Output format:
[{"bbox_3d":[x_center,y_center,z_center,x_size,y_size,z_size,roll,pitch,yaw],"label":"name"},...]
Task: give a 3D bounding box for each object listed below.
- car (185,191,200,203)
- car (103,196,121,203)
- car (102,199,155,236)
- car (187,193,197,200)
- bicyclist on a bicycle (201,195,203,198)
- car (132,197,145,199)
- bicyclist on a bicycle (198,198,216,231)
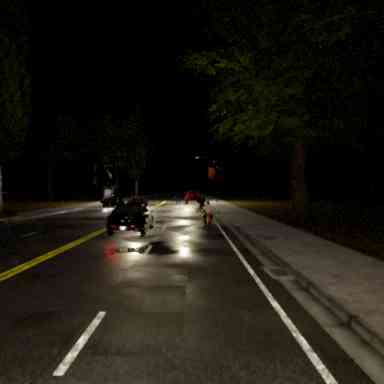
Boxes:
[{"bbox_3d":[0.091,0.789,55.445,2.150,2.045,5.566,0,1,0],"label":"car"},{"bbox_3d":[-9.846,1.235,41.792,1.994,1.385,4.181,0,0,0],"label":"car"},{"bbox_3d":[-3.152,1.366,17.584,1.837,1.490,4.892,0,0,0],"label":"car"},{"bbox_3d":[-0.012,0.967,73.648,2.033,1.411,5.357,0,0,0],"label":"car"},{"bbox_3d":[0.889,1.132,30.230,0.659,1.776,1.843,0,1,0],"label":"bicyclist on a bicycle"},{"bbox_3d":[-6.600,1.281,40.640,1.895,1.301,4.718,0,0,0],"label":"car"},{"bbox_3d":[0.877,1.293,18.181,0.866,1.612,1.509,0,0,0],"label":"bicyclist on a bicycle"}]
